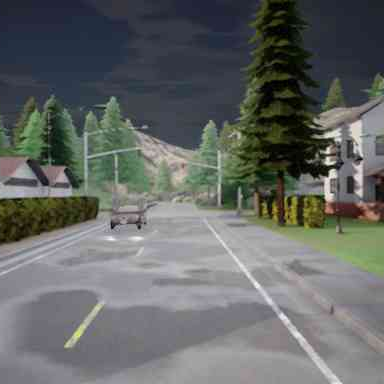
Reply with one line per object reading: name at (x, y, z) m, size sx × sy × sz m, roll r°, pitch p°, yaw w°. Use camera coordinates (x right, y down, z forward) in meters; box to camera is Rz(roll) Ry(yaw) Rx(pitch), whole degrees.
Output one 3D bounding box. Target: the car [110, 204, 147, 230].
car at (-4.004, 1.495, 21.586) m, size 1.812 × 1.442 × 4.674 m, roll 0°, pitch 0°, yaw -1°
